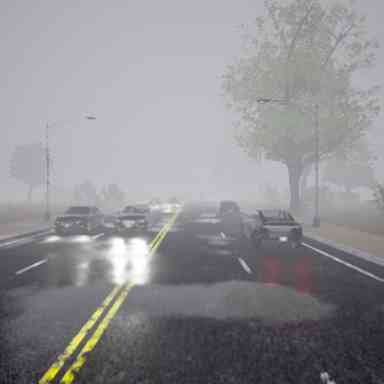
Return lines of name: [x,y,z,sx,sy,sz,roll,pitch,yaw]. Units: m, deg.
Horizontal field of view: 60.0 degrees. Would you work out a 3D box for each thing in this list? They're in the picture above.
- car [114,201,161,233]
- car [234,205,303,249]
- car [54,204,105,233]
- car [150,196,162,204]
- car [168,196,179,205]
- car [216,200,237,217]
car: [-3.342,1.524,19.974,2.128,1.511,4.902,0,0,0]
car: [3.356,1.518,14.620,2.128,1.511,4.902,0,0,0]
car: [-6.591,1.536,19.942,1.837,1.490,4.892,0,0,0]
car: [-6.619,1.560,61.145,2.128,1.511,4.902,0,0,0]
car: [-3.368,1.572,61.096,1.837,1.490,4.892,0,0,0]
car: [3.360,1.525,31.781,1.882,1.535,5.008,0,0,0]
